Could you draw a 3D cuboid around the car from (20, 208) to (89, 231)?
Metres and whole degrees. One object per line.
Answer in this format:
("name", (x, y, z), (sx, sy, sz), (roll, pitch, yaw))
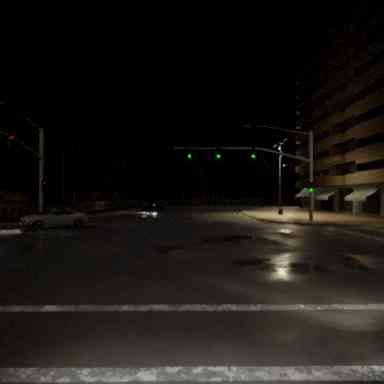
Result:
("car", (-9.700, 1.872, 23.746), (4.674, 1.442, 1.812), (0, 1, -43))

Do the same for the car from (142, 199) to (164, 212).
("car", (-5.676, 1.939, 48.740), (2.097, 1.767, 4.553), (0, -1, 13))
